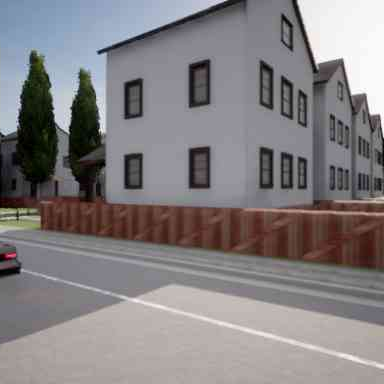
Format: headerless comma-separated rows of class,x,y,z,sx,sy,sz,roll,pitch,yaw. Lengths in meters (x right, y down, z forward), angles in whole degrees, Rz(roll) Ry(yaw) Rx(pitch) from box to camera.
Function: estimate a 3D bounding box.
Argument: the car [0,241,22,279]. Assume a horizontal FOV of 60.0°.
car,-6.561,1.537,8.669,5.357,1.411,2.033,0,0,36
